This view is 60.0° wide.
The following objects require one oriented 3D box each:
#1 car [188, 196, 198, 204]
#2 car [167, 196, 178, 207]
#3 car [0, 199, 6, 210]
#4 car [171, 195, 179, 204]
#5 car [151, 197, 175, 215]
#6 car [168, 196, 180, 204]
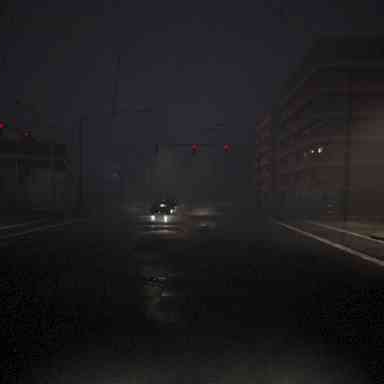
[{"bbox_3d":[0.231,1.526,64.979,1.812,1.442,4.674,0,0,0],"label":"car"},{"bbox_3d":[-3.268,1.564,43.933,1.994,1.385,4.181,0,0,-1],"label":"car"},{"bbox_3d":[-24.063,1.456,38.891,3.806,1.475,1.970,0,0,1],"label":"car"},{"bbox_3d":[-3.344,1.352,52.529,2.097,1.767,4.553,0,0,0],"label":"car"},{"bbox_3d":[-3.183,1.547,34.692,2.033,1.411,5.357,0,0,-1],"label":"car"},{"bbox_3d":[-3.409,1.564,62.547,1.994,1.385,4.181,0,0,0],"label":"car"}]
